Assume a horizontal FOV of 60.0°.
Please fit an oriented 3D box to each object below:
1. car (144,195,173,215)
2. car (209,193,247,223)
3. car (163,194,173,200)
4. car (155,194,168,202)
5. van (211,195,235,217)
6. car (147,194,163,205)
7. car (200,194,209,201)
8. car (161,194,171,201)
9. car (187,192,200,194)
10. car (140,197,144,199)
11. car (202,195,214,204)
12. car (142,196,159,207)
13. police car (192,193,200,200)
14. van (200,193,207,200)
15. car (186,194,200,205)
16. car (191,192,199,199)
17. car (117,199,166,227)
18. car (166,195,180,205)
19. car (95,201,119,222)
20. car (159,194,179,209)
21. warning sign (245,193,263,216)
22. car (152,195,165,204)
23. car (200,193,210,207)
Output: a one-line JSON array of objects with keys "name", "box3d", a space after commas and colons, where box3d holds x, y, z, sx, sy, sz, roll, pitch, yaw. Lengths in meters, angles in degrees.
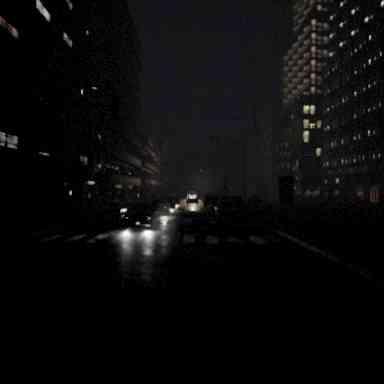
[{"name": "car", "box3d": [-3.088, 1.330, 31.285, 1.812, 1.442, 4.674, 0, 0, 0]}, {"name": "car", "box3d": [2.693, 1.200, 24.016, 2.192, 1.841, 5.009, 0, 0, 0]}, {"name": "car", "box3d": [-5.690, 1.158, 79.281, 1.887, 1.381, 4.507, 0, 0, 0]}, {"name": "car", "box3d": [-5.690, 1.106, 62.702, 1.967, 1.590, 4.097, 0, 0, 0]}, {"name": "van", "box3d": [2.692, 1.202, 29.542, 1.690, 1.788, 3.998, 0, 0, 0]}, {"name": "car", "box3d": [-5.689, 1.145, 51.649, 1.967, 1.590, 4.097, 0, 0, 0]}, {"name": "car", "box3d": [2.690, 1.226, 73.926, 1.752, 1.417, 4.829, 0, 0, 0]}, {"name": "car", "box3d": [-5.690, 1.156, 73.585, 1.752, 1.417, 4.829, 0, 0, 0]}, {"name": "car", "box3d": [0.007, 0.933, 63.633, 2.150, 2.045, 5.566, 0, 0, 0]}, {"name": "car", "box3d": [-5.689, 1.296, 40.595, 2.008, 1.369, 4.403, 0, 0, 0]}, {"name": "car", "box3d": [2.690, 1.302, 57.176, 1.887, 1.381, 4.507, 0, 0, 0]}, {"name": "car", "box3d": [-5.689, 1.270, 46.121, 1.887, 1.381, 4.507, 0, 0, 0]}, {"name": "police car", "box3d": [0.905, 1.086, 82.389, 1.930, 1.638, 5.238, 0, 0, 0]}, {"name": "van", "box3d": [2.690, 1.026, 79.281, 1.690, 1.788, 3.998, 0, 0, 0]}, {"name": "car", "box3d": [0.090, 1.348, 53.673, 1.895, 1.301, 4.718, 0, 0, 0]}, {"name": "car", "box3d": [0.766, 0.985, 92.293, 2.097, 1.767, 4.553, 1, 0, 3]}, {"name": "car", "box3d": [-3.095, 1.393, 21.687, 2.033, 1.411, 5.357, 0, 0, 0]}, {"name": "car", "box3d": [-3.020, 1.288, 52.841, 1.994, 1.385, 4.181, 0, 0, 0]}, {"name": "car", "box3d": [-5.687, 1.364, 24.016, 2.008, 1.369, 4.403, 0, 0, 0]}, {"name": "car", "box3d": [-3.075, 1.329, 41.257, 1.994, 1.385, 4.181, 0, 0, 0]}, {"name": "warning sign", "box3d": [5.081, 1.006, 27.271, 1.300, 1.860, 1.060, 1, 0, 0]}, {"name": "car", "box3d": [-5.690, 1.268, 57.176, 1.802, 1.307, 4.206, 0, 0, 0]}, {"name": "car", "box3d": [2.692, 1.112, 46.121, 2.192, 1.841, 5.009, 0, 0, 0]}]
